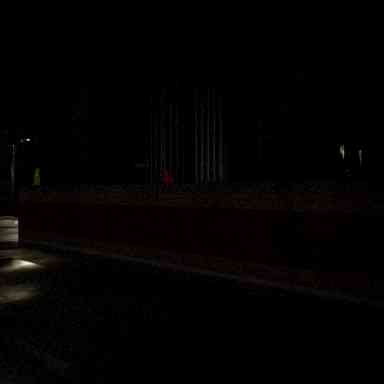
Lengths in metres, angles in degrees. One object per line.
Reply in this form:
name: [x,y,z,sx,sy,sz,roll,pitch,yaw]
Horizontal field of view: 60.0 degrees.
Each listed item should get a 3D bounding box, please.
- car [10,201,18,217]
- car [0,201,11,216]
car: [-12.297,1.603,28.858,2.033,1.411,5.357,0,0,37]
car: [-16.455,1.547,29.138,2.128,1.511,4.902,0,0,37]
